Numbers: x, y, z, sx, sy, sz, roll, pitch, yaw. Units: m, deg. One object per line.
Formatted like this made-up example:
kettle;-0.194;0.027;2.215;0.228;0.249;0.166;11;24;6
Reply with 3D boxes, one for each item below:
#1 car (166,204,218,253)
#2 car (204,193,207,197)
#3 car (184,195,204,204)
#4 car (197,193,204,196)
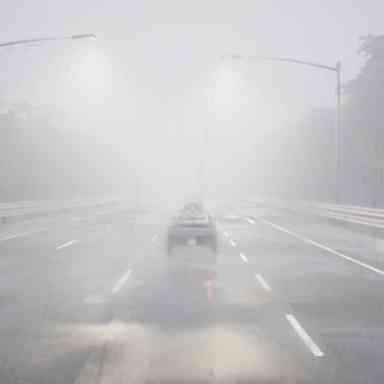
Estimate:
car;0.002;1.452;13.574;2.128;1.511;4.902;0;0;0
car;1.980;1.028;79.941;2.128;1.511;4.902;0;0;4
car;0.134;1.322;32.658;1.812;1.442;4.674;0;0;1
car;0.575;1.194;50.712;1.812;1.442;4.674;0;0;2
